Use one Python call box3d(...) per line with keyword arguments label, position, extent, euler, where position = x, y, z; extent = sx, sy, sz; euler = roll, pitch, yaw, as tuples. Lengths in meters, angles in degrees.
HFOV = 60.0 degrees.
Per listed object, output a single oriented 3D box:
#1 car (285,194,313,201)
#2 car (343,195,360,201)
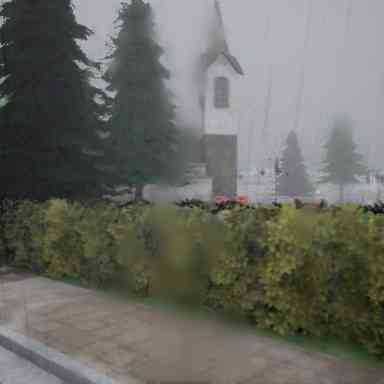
box3d(label="car", position=(23.936, 1.512, 74.287), extent=(4.514, 1.523, 2.007), euler=(0, 0, 35))
box3d(label="car", position=(38.804, 1.524, 82.130), extent=(3.633, 1.501, 1.845), euler=(0, 0, 35))
